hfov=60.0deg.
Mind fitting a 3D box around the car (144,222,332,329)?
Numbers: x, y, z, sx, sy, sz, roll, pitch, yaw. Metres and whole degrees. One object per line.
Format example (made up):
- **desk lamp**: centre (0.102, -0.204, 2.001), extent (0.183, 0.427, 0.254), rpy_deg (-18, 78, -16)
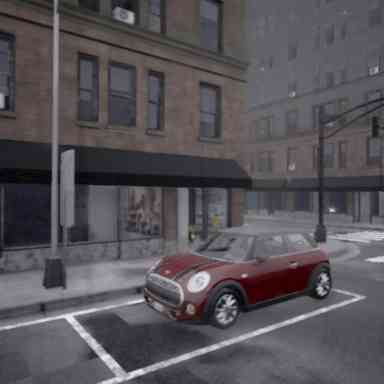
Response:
- **car**: centre (1.050, 1.481, 6.937), extent (4.097, 1.590, 1.967), rpy_deg (1, 0, -35)
